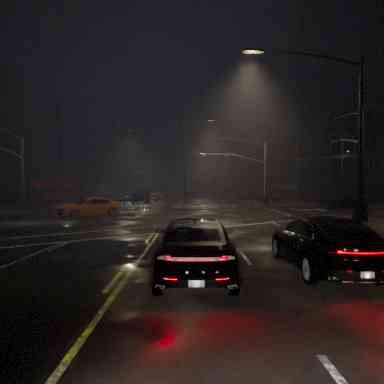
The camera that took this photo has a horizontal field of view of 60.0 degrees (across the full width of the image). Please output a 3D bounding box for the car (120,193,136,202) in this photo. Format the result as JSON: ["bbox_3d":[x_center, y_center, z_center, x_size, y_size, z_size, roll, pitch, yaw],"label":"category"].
[{"bbox_3d":[-10.722,0.880,56.050,1.812,1.442,4.674,0,0,0],"label":"car"}]

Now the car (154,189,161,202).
[{"bbox_3d":[-7.216,0.570,57.484,2.150,2.045,5.566,0,0,0],"label":"car"}]

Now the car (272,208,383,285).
[{"bbox_3d":[3.578,1.415,9.209,1.837,1.490,4.892,0,1,0],"label":"car"}]

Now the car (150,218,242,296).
[{"bbox_3d":[0.074,1.409,8.413,2.128,1.511,4.902,0,1,0],"label":"car"}]

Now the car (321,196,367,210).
[{"bbox_3d":[15.241,1.096,33.457,4.181,1.385,1.994,0,1,0],"label":"car"}]

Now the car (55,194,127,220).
[{"bbox_3d":[-7.719,1.156,25.119,1.882,1.535,5.008,1,1,43],"label":"car"}]

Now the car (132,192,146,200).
[{"bbox_3d":[-10.705,0.810,67.769,2.128,1.511,4.902,0,0,0],"label":"car"}]

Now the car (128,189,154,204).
[{"bbox_3d":[-7.191,0.625,47.450,2.150,2.045,5.566,0,0,1],"label":"car"}]

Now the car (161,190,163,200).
[{"bbox_3d":[-7.200,0.536,68.972,2.150,2.045,5.566,0,0,0],"label":"car"}]

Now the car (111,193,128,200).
[{"bbox_3d":[-10.702,0.897,46.785,2.128,1.511,4.902,0,0,0],"label":"car"}]
